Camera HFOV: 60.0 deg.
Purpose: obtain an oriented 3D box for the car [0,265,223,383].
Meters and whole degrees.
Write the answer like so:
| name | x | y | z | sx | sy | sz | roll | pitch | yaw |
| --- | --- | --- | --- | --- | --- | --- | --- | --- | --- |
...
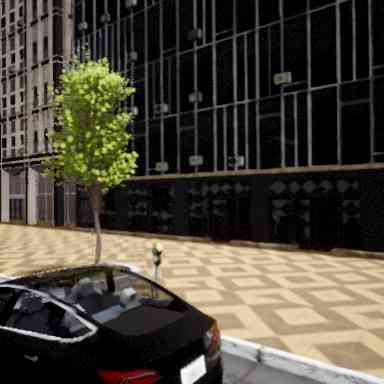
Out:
| name | x | y | z | sx | sy | sz | roll | pitch | yaw |
| --- | --- | --- | --- | --- | --- | --- | --- | --- | --- |
| car | -1.678 | 1.602 | 4.077 | 4.313 | 1.339 | 1.947 | -1 | -1 | 36 |
